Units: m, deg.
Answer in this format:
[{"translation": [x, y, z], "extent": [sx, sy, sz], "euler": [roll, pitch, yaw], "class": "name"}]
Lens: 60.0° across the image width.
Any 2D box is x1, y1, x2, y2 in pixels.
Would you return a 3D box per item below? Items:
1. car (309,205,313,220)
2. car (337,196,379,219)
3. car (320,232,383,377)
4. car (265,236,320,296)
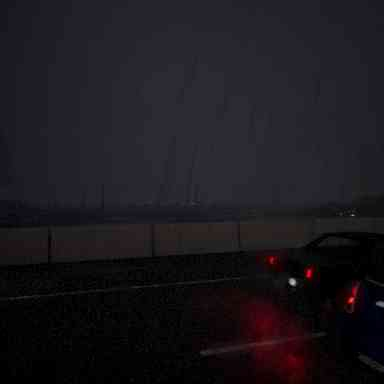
[{"translation": [11.328, 1.578, 28.689], "extent": [5.008, 1.535, 1.882], "euler": [1, 0, -18], "class": "car"}, {"translation": [13.773, 1.337, 25.810], "extent": [5.566, 2.045, 2.150], "euler": [1, 0, -18], "class": "car"}, {"translation": [4.176, 1.360, 4.013], "extent": [4.553, 1.767, 2.097], "euler": [0, 0, -18], "class": "car"}, {"translation": [4.220, 1.610, 7.712], "extent": [4.718, 1.301, 1.895], "euler": [0, 0, -18], "class": "car"}]
